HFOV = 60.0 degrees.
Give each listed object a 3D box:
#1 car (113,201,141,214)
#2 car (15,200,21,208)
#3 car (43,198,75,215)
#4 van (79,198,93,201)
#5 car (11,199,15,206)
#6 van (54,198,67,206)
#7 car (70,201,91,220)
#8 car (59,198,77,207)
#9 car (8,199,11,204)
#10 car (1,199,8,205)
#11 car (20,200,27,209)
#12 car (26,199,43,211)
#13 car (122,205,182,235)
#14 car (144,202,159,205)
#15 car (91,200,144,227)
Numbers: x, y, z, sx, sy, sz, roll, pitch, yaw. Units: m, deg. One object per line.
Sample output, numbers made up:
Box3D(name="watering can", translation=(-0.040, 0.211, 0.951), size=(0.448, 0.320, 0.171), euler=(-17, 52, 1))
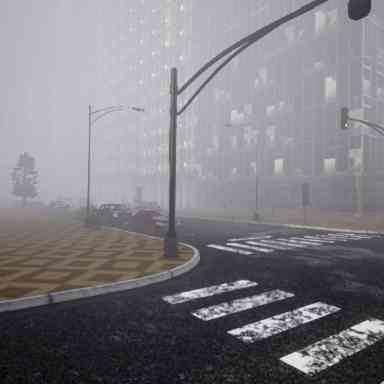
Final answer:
Box3D(name="car", translation=(-8.486, 1.974, 42.946), size=(1.752, 1.417, 4.829), euler=(1, -1, -35))
Box3D(name="car", translation=(-28.277, 2.062, 56.647), size=(1.887, 1.381, 4.507), euler=(1, -1, -35))
Box3D(name="car", translation=(-15.259, 1.739, 38.011), size=(1.967, 1.590, 4.097), euler=(1, -1, -35))
Box3D(name="van", translation=(-18.153, 1.952, 56.787), size=(1.690, 1.788, 3.998), euler=(1, -1, -35))
Box3D(name="car", translation=(-31.533, 2.123, 61.305), size=(2.008, 1.369, 4.403), euler=(1, -1, -35))
Box3D(name="van", translation=(-27.916, 2.117, 70.765), size=(1.690, 1.788, 3.998), euler=(1, -1, -35))
Box3D(name="car", translation=(-8.653, 1.713, 28.552), size=(1.752, 1.417, 4.829), euler=(1, -1, -35))
Box3D(name="car", translation=(-24.662, 2.036, 66.106), size=(2.192, 1.841, 5.009), euler=(1, -1, -35))
Box3D(name="car", translation=(-34.787, 2.209, 65.965), size=(1.802, 1.307, 4.206), euler=(1, -1, -35))
Box3D(name="car", translation=(-41.296, 2.287, 75.283), size=(2.008, 1.369, 4.403), euler=(1, -1, -35))
Box3D(name="car", translation=(-25.023, 2.029, 51.987), size=(1.947, 1.339, 4.313), euler=(1, -1, -35))
Box3D(name="car", translation=(-21.769, 1.959, 47.328), size=(2.008, 1.369, 4.403), euler=(1, -1, -35))
Box3D(name="car", translation=(-2.241, 1.662, 19.372), size=(1.802, 1.307, 4.206), euler=(1, -1, -35))
Box3D(name="car", translation=(-5.135, 1.832, 38.149), size=(1.967, 1.590, 4.097), euler=(1, -1, -35))
Box3D(name="car", translation=(-5.496, 1.575, 24.033), size=(1.967, 1.590, 4.097), euler=(1, -1, -35))
